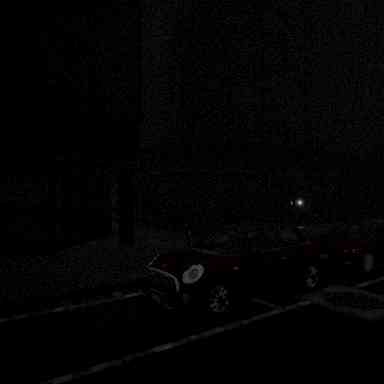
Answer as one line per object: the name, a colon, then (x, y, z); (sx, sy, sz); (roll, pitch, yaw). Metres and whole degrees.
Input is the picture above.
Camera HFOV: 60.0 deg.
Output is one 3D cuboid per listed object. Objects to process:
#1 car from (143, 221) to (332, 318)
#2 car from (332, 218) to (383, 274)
car: (0.954, 1.439, 7.333); (4.097, 1.590, 1.967); (0, 0, -35)
car: (5.515, 1.544, 10.586); (4.507, 1.381, 1.887); (0, 0, -35)
